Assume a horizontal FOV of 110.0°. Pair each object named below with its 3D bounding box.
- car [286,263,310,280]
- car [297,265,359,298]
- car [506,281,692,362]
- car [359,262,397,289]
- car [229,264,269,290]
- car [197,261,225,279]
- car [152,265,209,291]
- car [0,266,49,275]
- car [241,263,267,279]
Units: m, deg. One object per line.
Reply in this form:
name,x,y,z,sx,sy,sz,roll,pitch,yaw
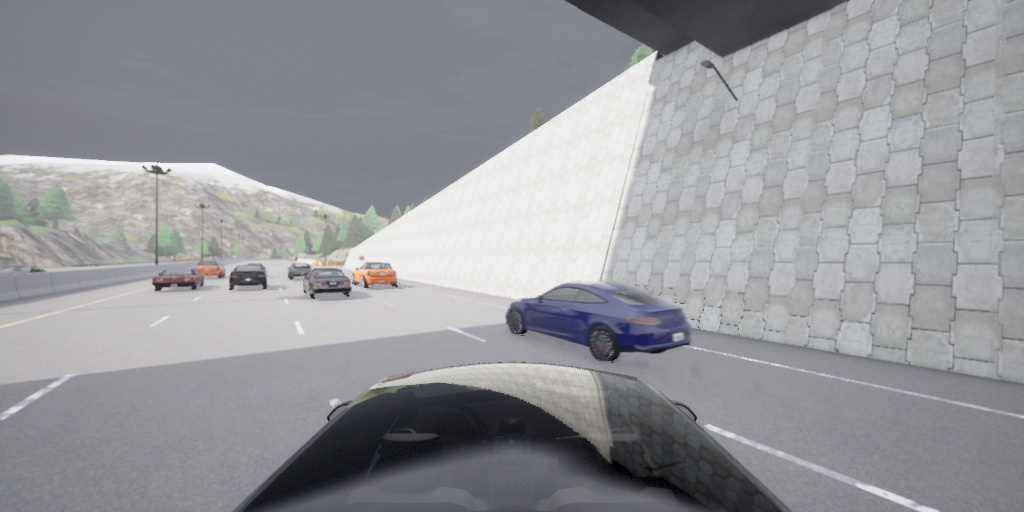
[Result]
car,-19.512,1.362,33.038,2.128,1.511,4.902,0,0,-35
car,-9.926,1.364,19.094,2.033,1.411,5.357,0,0,-35
car,1.702,1.302,8.362,1.812,1.442,4.674,0,0,-35
car,-9.528,1.191,24.694,2.097,1.767,4.553,0,0,-35
car,-17.269,1.311,23.594,1.882,1.535,5.008,0,-1,-35
car,-28.674,1.225,34.002,2.097,1.767,4.553,0,0,-35
car,-20.836,1.430,22.605,1.895,1.301,4.718,0,0,-35
car,-36.486,1.419,26.653,1.994,1.385,4.181,0,0,-34
car,-25.120,1.441,35.009,1.994,1.385,4.181,0,0,-35
